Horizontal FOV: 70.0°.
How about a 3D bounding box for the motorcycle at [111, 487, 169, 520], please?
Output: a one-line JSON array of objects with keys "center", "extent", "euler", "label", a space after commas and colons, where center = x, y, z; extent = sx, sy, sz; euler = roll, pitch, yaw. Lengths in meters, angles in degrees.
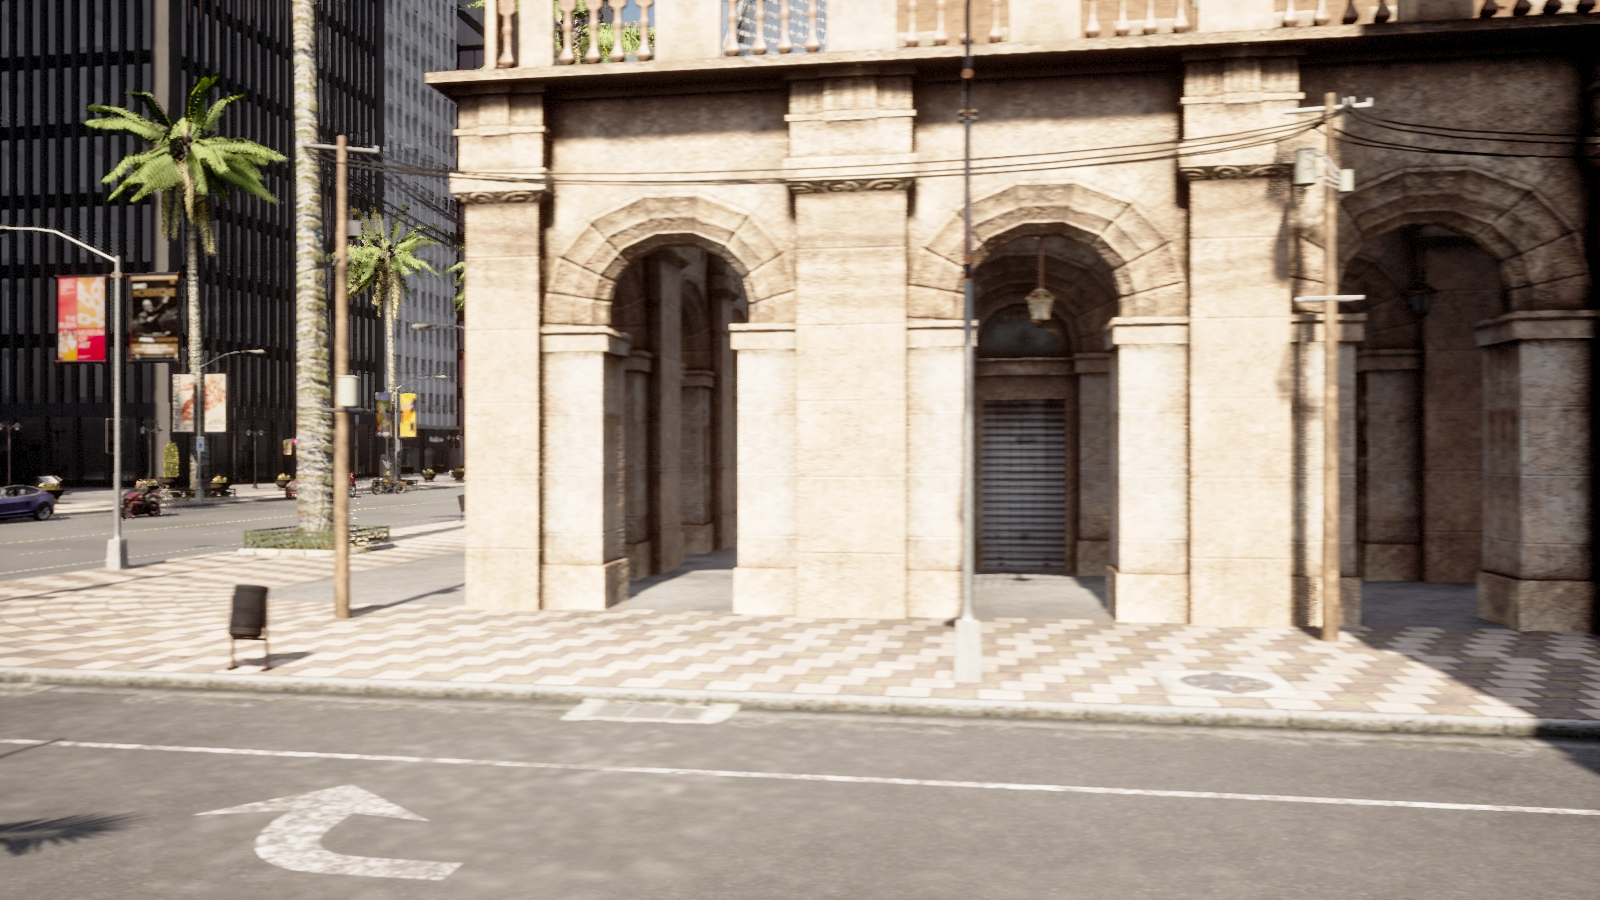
[{"center": [-27.139, 2.203, 47.020], "extent": [0.867, 1.251, 2.209], "euler": [0, 0, 9], "label": "motorcycle"}]
